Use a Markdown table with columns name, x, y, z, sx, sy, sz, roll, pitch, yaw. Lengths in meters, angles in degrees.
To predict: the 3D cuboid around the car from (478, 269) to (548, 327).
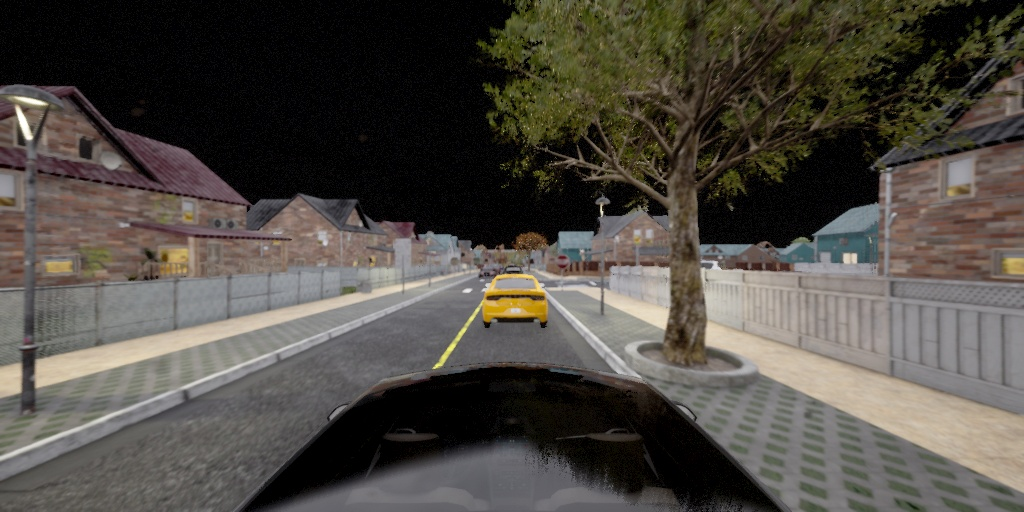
| name | x | y | z | sx | sy | sz | roll | pitch | yaw |
| --- | --- | --- | --- | --- | --- | --- | --- | --- | --- |
| car | 0.098 | 1.357 | 12.157 | 1.882 | 1.535 | 5.008 | 0 | -1 | 0 |

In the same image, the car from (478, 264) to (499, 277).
| name | x | y | z | sx | sy | sz | roll | pitch | yaw |
| --- | --- | --- | --- | --- | --- | --- | --- | --- | --- |
| car | -2.842 | 1.900 | 42.251 | 1.994 | 1.385 | 4.181 | 0 | -1 | 0 |

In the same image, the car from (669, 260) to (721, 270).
| name | x | y | z | sx | sy | sz | roll | pitch | yaw |
| --- | --- | --- | --- | --- | --- | --- | --- | --- | --- |
| car | 14.592 | 1.399 | 30.265 | 5.566 | 2.045 | 2.150 | 0 | 1 | 9 |

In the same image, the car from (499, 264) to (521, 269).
| name | x | y | z | sx | sy | sz | roll | pitch | yaw |
| --- | --- | --- | --- | --- | --- | --- | --- | --- | --- |
| car | 0.110 | 1.603 | 31.250 | 1.837 | 1.490 | 4.892 | 0 | 1 | 0 |
